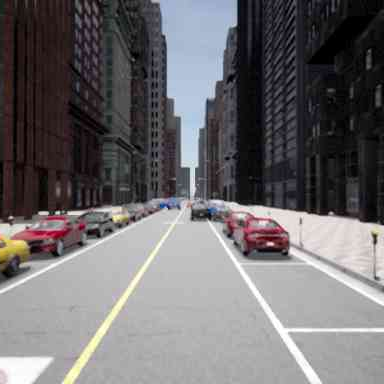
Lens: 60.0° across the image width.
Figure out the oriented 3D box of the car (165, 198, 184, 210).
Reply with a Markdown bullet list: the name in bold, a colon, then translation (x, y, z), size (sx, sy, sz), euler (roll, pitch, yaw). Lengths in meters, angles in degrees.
- **car**: translation (-3.056, 2.002, 56.684), size (2.150, 2.045, 5.566), euler (0, -1, 1)

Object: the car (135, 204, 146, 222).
- **car**: translation (-5.763, 1.982, 30.839), size (1.947, 1.339, 4.313), euler (0, -1, 0)

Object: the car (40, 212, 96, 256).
- **car**: translation (-5.763, 1.732, 13.932), size (1.887, 1.381, 4.507), euler (0, -1, 0)

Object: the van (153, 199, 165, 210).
- **van**: translation (-5.762, 2.156, 59.023), size (1.690, 1.788, 3.998), euler (0, -1, 0)

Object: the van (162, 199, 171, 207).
- **van**: translation (-5.761, 2.402, 75.930), size (1.690, 1.788, 3.998), euler (0, -1, 0)

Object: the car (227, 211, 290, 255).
- **car**: translation (2.762, 1.732, 13.950), size (1.887, 1.381, 4.507), euler (0, -1, 0)

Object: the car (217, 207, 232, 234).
- **car**: translation (2.762, 1.807, 19.585), size (1.887, 1.381, 4.507), euler (0, -1, 0)

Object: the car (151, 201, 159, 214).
- **car**: translation (-5.762, 2.139, 42.112), size (1.947, 1.339, 4.313), euler (0, -1, 0)

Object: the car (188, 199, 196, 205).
- **car**: translation (0.004, 2.542, 83.311), size (1.837, 1.490, 4.892), euler (0, -1, 0)

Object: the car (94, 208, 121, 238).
- **car**: translation (-5.763, 1.829, 19.568), size (1.947, 1.339, 4.313), euler (0, -1, 0)

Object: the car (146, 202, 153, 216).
- **car**: translation (-5.762, 2.076, 36.476), size (1.802, 1.307, 4.206), euler (0, -1, 0)

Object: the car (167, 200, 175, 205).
- **car**: translation (-5.760, 2.858, 92.836), size (1.887, 1.381, 4.507), euler (0, -1, 0)

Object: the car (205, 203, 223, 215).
- **car**: translation (2.763, 2.123, 42.128), size (2.008, 1.369, 4.403), euler (0, -1, 0)

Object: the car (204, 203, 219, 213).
- **car**: translation (2.763, 2.234, 47.764), size (1.802, 1.307, 4.206), euler (0, -1, 0)

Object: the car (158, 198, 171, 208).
- **car**: translation (-5.762, 2.293, 70.295), size (2.192, 1.841, 5.009), euler (0, -1, 0)

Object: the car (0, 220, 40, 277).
- **car**: translation (-5.764, 1.636, 8.126), size (1.752, 1.417, 4.829), euler (0, -1, 0)

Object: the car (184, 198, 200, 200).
- **car**: translation (0.003, 2.229, 68.283), size (2.097, 1.767, 4.553), euler (0, -1, 0)

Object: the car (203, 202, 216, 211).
- **car**: translation (2.763, 2.284, 53.400), size (2.008, 1.369, 4.403), euler (0, -1, 0)

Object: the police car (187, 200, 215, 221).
- **police car**: translation (0.777, 1.862, 32.327), size (1.930, 1.638, 5.238), euler (0, -1, -2)

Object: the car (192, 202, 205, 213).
- **car**: translation (0.902, 2.165, 48.241), size (1.837, 1.490, 4.892), euler (0, -1, 0)

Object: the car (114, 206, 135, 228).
- **car**: translation (-5.763, 1.862, 25.034), size (1.752, 1.417, 4.829), euler (0, -1, 0)

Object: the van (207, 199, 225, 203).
- **van**: translation (2.762, 1.835, 36.495), size (1.690, 1.788, 3.998), euler (0, -1, 0)

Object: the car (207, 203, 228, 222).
- **car**: translation (2.762, 1.967, 30.857), size (2.008, 1.369, 4.403), euler (0, -1, 0)

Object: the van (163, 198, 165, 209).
- **van**: translation (-5.762, 2.074, 53.387), size (1.690, 1.788, 3.998), euler (0, -1, 0)

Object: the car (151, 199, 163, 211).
- **car**: translation (-5.762, 2.093, 47.750), size (1.967, 1.590, 4.097), euler (0, -1, 0)
